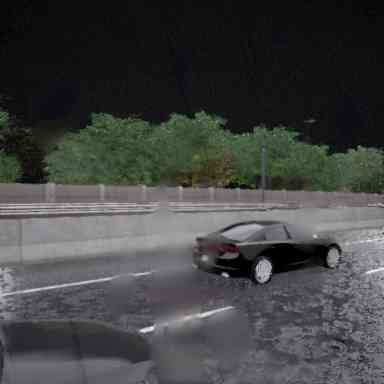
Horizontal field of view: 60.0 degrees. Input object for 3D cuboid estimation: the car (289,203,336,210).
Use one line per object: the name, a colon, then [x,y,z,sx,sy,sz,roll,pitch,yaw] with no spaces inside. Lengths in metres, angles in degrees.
car: [12.857,1.889,34.562,5.357,1.411,2.033,1,-1,-36]

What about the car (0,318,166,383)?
car: [-2.340,1.525,2.073,4.674,1.442,1.812,1,0,-36]

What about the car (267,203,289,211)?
car: [10.799,1.984,37.394,5.357,1.411,2.033,1,-1,-36]

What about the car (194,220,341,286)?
car: [2.383,1.556,9.750,5.008,1.535,1.882,1,-1,-36]
